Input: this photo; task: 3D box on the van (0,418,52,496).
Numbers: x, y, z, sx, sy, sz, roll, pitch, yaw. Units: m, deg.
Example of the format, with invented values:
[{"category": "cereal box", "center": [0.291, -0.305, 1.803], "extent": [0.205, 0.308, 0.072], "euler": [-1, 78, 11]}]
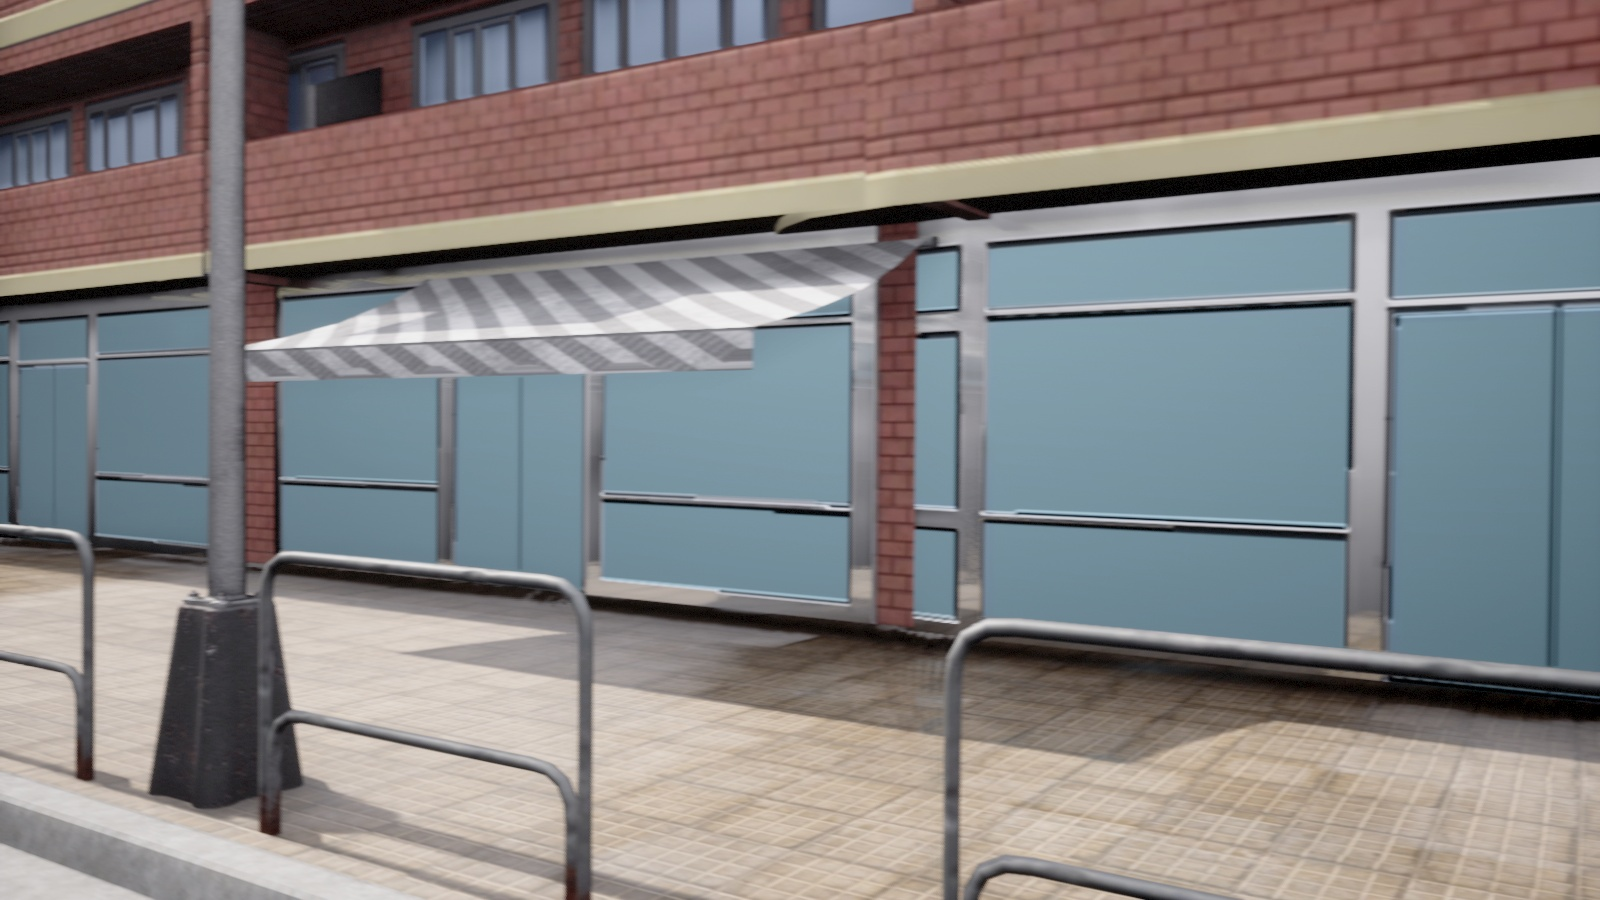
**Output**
[{"category": "van", "center": [-22.269, 0.208, 32.554], "extent": [2.069, 2.038, 4.480], "euler": [0, 1, 33]}]
